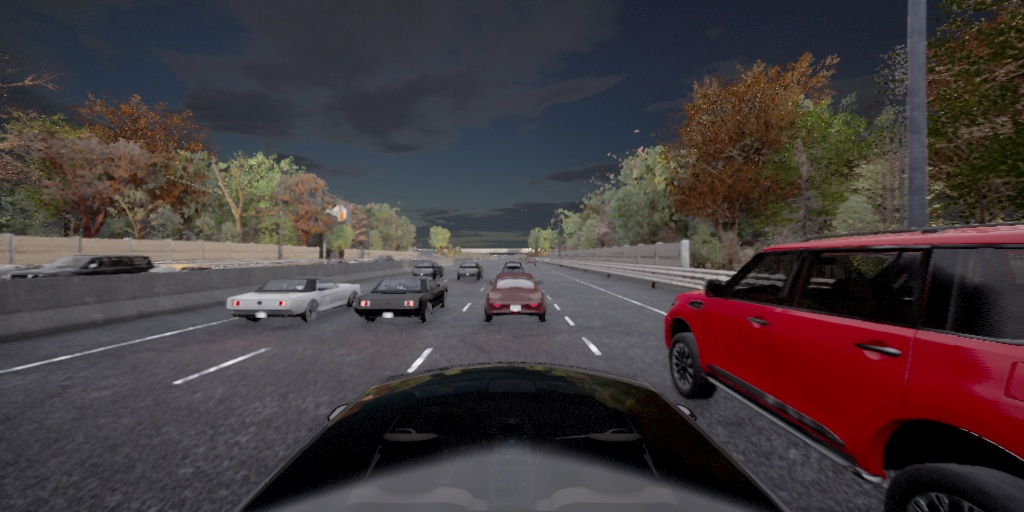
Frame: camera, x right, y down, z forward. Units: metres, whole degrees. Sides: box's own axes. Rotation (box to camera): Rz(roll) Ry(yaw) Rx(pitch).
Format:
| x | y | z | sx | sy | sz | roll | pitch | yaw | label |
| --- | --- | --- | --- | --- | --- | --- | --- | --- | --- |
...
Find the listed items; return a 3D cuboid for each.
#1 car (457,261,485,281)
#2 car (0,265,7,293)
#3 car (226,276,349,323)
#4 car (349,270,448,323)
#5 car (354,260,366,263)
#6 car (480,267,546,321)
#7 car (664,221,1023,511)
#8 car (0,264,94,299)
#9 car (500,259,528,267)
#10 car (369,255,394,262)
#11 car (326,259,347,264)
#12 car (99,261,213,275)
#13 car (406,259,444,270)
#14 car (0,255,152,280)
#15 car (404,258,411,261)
| x | y | z | sx | sy | sz | roll | pitch | yaw | label |
| --- | --- | --- | --- | --- | --- | --- | --- | --- | --- |
| -3.401 | 1.195 | 29.899 | 2.128 | 1.511 | 4.902 | 0 | 0 | 0 | car |
| -28.098 | 1.216 | 16.726 | 2.128 | 1.511 | 4.902 | 0 | 0 | 0 | car |
| -6.898 | 1.331 | 12.094 | 1.895 | 1.301 | 4.718 | 0 | 0 | 0 | car |
| -3.401 | 1.331 | 12.066 | 1.895 | 1.301 | 4.718 | 0 | 0 | 0 | car |
| -24.528 | 1.272 | 58.933 | 1.895 | 1.301 | 4.718 | 0 | 0 | 1 | car |
| 0.099 | 1.256 | 12.166 | 1.812 | 1.442 | 4.674 | 0 | 0 | 0 | car |
| 3.389 | 0.828 | 3.280 | 2.150 | 2.045 | 5.566 | 0 | 0 | 2 | car |
| -24.601 | 1.227 | 17.850 | 1.837 | 1.490 | 4.892 | 0 | 0 | 0 | car |
| 0.098 | 1.209 | 29.942 | 1.837 | 1.490 | 4.892 | 0 | 0 | 0 | car |
| -21.040 | 0.892 | 58.632 | 2.150 | 2.045 | 5.566 | 0 | 0 | 1 | car |
| -28.038 | 1.236 | 57.469 | 1.994 | 1.385 | 4.181 | 0 | 0 | 1 | car |
| -17.601 | 1.198 | 18.691 | 1.882 | 1.535 | 5.008 | 0 | 0 | 0 | car |
| -6.900 | 1.196 | 29.905 | 2.128 | 1.511 | 4.902 | 0 | 0 | 0 | car |
| -21.100 | 0.943 | 17.959 | 2.150 | 2.045 | 5.566 | 0 | 0 | 0 | car |
| -17.535 | 1.173 | 60.771 | 1.837 | 1.490 | 4.892 | 0 | 0 | 1 | car |
